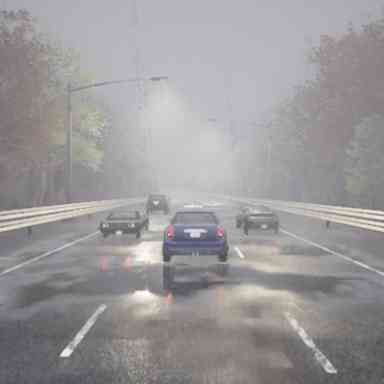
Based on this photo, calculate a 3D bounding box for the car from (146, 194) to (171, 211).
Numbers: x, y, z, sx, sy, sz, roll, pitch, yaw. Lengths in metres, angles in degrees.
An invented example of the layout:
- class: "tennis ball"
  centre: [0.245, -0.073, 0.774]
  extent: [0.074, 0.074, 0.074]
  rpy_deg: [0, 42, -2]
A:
- class: "car"
  centre: [-3.405, 1.201, 34.215]
  extent: [2.150, 2.045, 5.566]
  rpy_deg: [0, 0, 0]

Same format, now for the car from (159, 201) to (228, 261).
- class: "car"
  centre: [0.100, 1.351, 12.482]
  extent: [2.097, 1.767, 4.553]
  rpy_deg: [0, 0, 0]

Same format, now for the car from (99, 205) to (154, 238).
- class: "car"
  centre: [-3.402, 1.597, 17.745]
  extent: [1.895, 1.301, 4.718]
  rpy_deg: [0, 0, 0]

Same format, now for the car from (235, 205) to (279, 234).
- class: "car"
  centre: [3.598, 1.488, 18.988]
  extent: [2.128, 1.511, 4.902]
  rpy_deg: [0, 0, 0]

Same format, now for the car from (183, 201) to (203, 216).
- class: "car"
  centre: [0.096, 1.582, 33.646]
  extent: [1.895, 1.301, 4.718]
  rpy_deg: [0, 0, 0]
